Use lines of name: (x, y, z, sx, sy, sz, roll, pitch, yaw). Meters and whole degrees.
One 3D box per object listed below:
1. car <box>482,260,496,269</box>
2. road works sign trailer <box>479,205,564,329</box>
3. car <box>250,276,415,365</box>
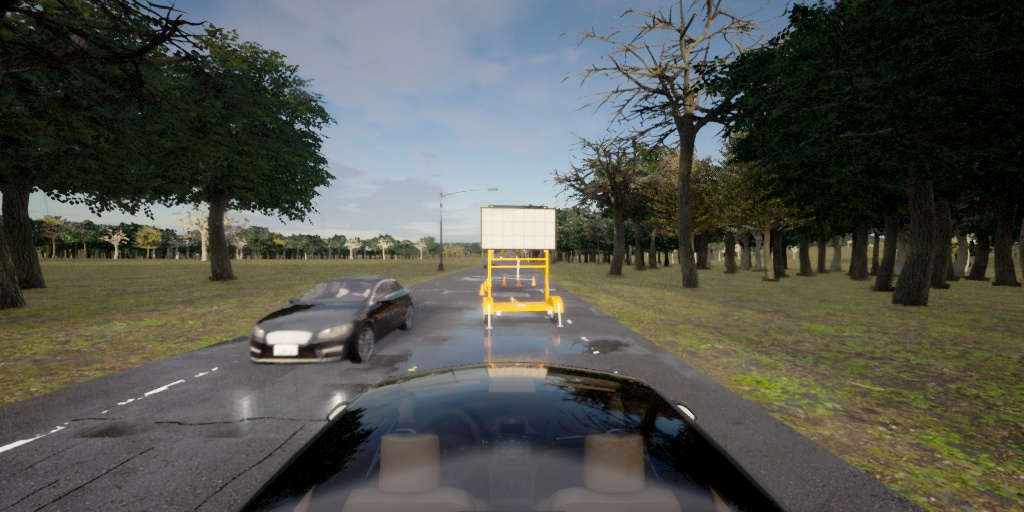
car: (-3.575, 1.300, 56.631, 1.837, 1.490, 4.892, 0, 0, 0)
road works sign trailer: (0.182, 0.211, 11.364, 2.380, 3.560, 2.880, 0, 0, -8)
car: (-3.609, 1.238, 8.172, 2.128, 1.511, 4.902, 0, 0, 0)
